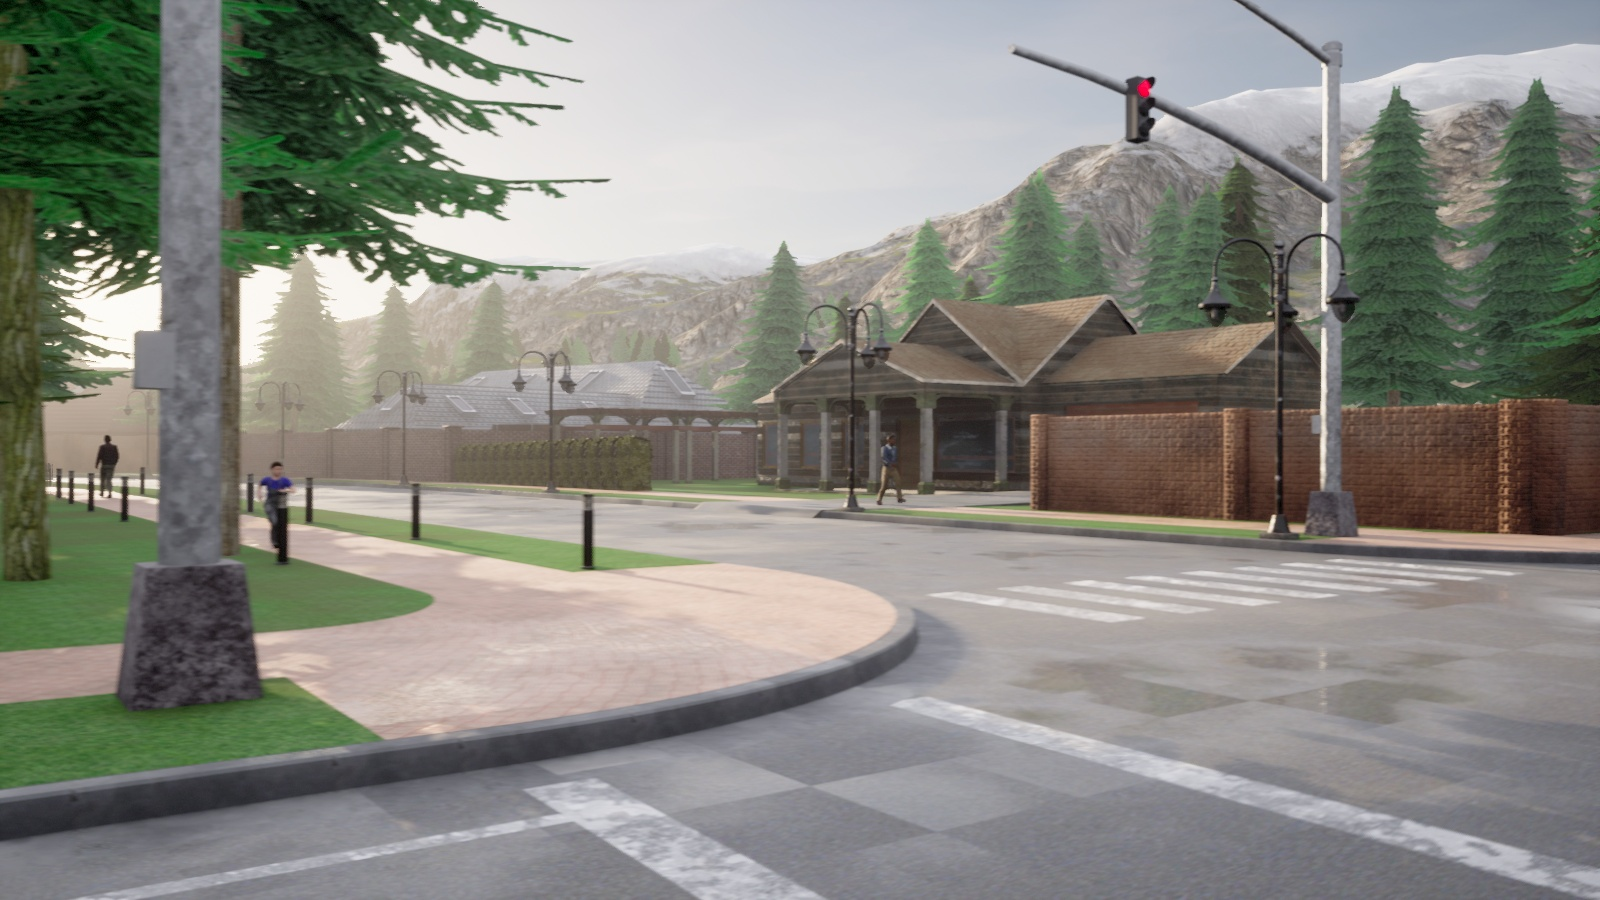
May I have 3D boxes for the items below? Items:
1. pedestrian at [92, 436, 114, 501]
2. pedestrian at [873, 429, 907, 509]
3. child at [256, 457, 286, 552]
[{"bbox_3d":[-19.837,0.515,35.729,0.431,1.840,0.703,0,0,-39],"label":"pedestrian"},{"bbox_3d":[2.242,0.468,31.327,0.423,1.949,0.788,0,0,-35],"label":"pedestrian"},{"bbox_3d":[-7.094,0.722,16.839,0.270,1.263,0.437,0,0,-36],"label":"child"}]
